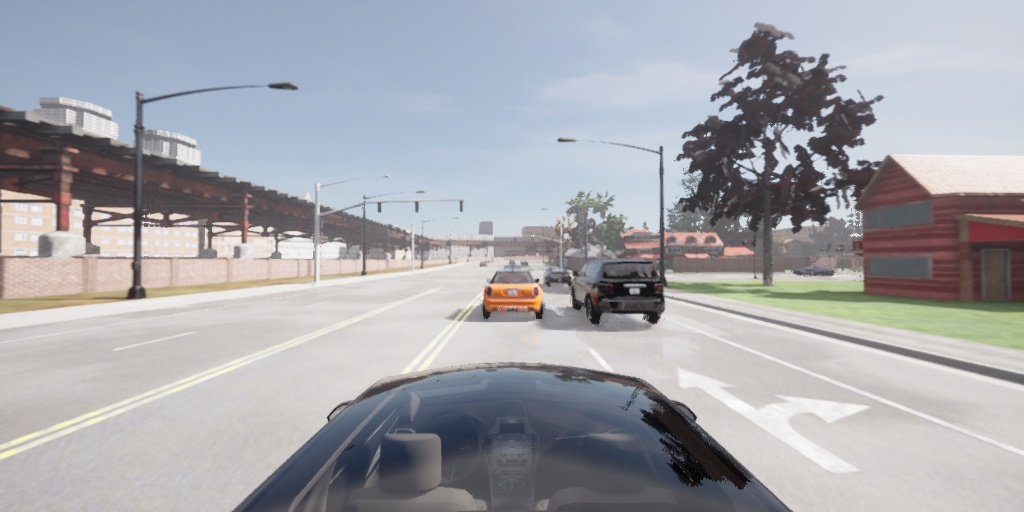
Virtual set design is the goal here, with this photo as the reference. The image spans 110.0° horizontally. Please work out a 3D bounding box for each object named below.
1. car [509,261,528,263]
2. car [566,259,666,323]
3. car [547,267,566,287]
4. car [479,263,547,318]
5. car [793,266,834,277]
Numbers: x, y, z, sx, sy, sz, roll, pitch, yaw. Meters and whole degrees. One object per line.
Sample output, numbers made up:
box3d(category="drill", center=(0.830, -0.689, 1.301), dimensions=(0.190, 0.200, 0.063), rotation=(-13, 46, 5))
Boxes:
box3d(category="car", center=(0.043, 1.475, 28.990), dimensions=(2.097, 1.767, 4.553), rotation=(0, -1, 1))
box3d(category="car", center=(3.531, 1.126, 12.936), dimensions=(2.150, 2.045, 5.566), rotation=(0, -1, 0))
box3d(category="car", center=(3.539, 1.610, 28.659), dimensions=(2.128, 1.511, 4.902), rotation=(0, -1, 1))
box3d(category="car", center=(0.045, 1.269, 13.997), dimensions=(2.097, 1.767, 4.553), rotation=(0, -1, 1))
box3d(category="car", center=(38.542, 1.919, 45.905), dimensions=(4.181, 1.385, 1.994), rotation=(0, -1, -1))
